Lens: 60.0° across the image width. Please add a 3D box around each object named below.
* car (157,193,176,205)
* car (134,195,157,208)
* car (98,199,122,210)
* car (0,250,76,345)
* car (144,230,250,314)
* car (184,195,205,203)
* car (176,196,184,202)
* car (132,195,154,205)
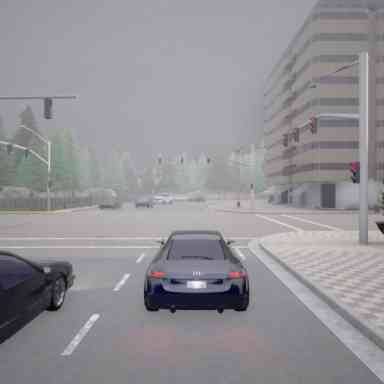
[{"bbox_3d":[-5.192,1.221,59.050,2.150,2.045,5.566,0,0,17],"label":"car"},{"bbox_3d":[-6.778,1.477,47.586,1.882,1.535,5.008,0,0,3],"label":"car"},{"bbox_3d":[-10.474,1.546,42.943,2.033,1.411,5.357,0,0,1],"label":"car"},{"bbox_3d":[-3.428,1.547,4.694,2.033,1.411,5.357,0,0,0],"label":"car"},{"bbox_3d":[0.090,1.564,7.729,1.994,1.385,4.181,0,0,0],"label":"car"},{"bbox_3d":[0.911,1.354,71.604,2.097,1.767,4.553,0,0,34],"label":"car"},{"bbox_3d":[-2.264,1.523,73.199,1.812,1.442,4.674,0,0,34],"label":"car"},{"bbox_3d":[-8.628,1.351,59.312,2.097,1.767,4.553,0,0,17],"label":"car"}]
